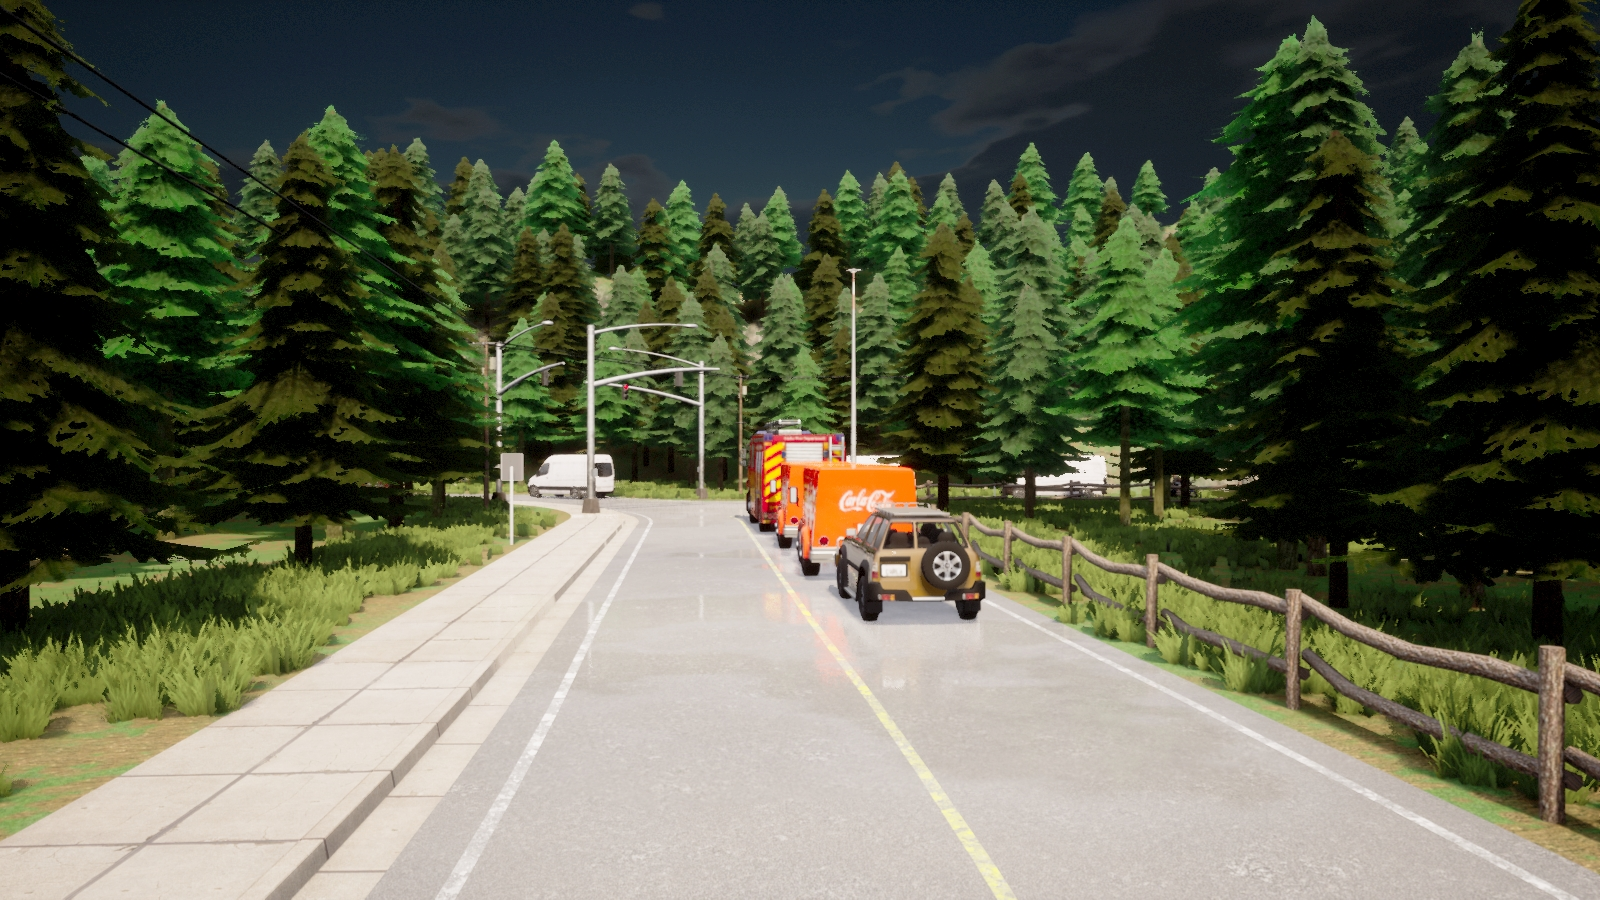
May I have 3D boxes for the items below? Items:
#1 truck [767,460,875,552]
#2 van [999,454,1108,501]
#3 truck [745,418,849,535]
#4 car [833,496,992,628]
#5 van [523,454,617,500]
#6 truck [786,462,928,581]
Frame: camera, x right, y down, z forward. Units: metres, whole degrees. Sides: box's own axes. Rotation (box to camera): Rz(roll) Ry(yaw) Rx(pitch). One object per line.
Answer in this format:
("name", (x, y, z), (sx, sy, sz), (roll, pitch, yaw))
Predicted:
("truck", (0.509, 1.539, 33.911), (2.627, 2.467, 5.204), (0, 0, -6))
("van", (14.353, 1.532, 64.943), (5.915, 2.561, 1.988), (0, 0, 9))
("truck", (-0.294, 0.862, 41.693), (2.891, 3.827, 8.468), (0, 0, -6))
("car", (1.824, 1.836, 20.096), (1.932, 1.855, 4.605), (0, 0, -5))
("van", (-13.344, 1.505, 66.044), (5.915, 2.561, 1.988), (0, 0, 39))
("truck", (1.180, 1.539, 26.825), (2.627, 2.467, 5.204), (0, 0, -5))
